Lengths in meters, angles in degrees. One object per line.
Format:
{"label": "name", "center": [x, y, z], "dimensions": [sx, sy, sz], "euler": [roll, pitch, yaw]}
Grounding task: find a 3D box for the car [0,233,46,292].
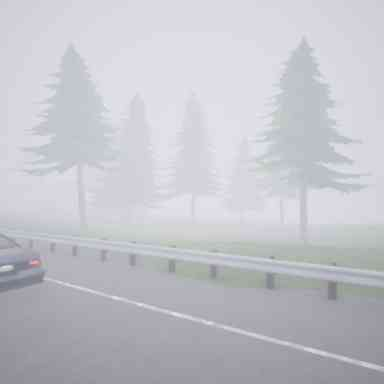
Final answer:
{"label": "car", "center": [-5.787, 1.625, 8.314], "dimensions": [5.357, 1.411, 2.033], "euler": [-1, 0, 37]}
